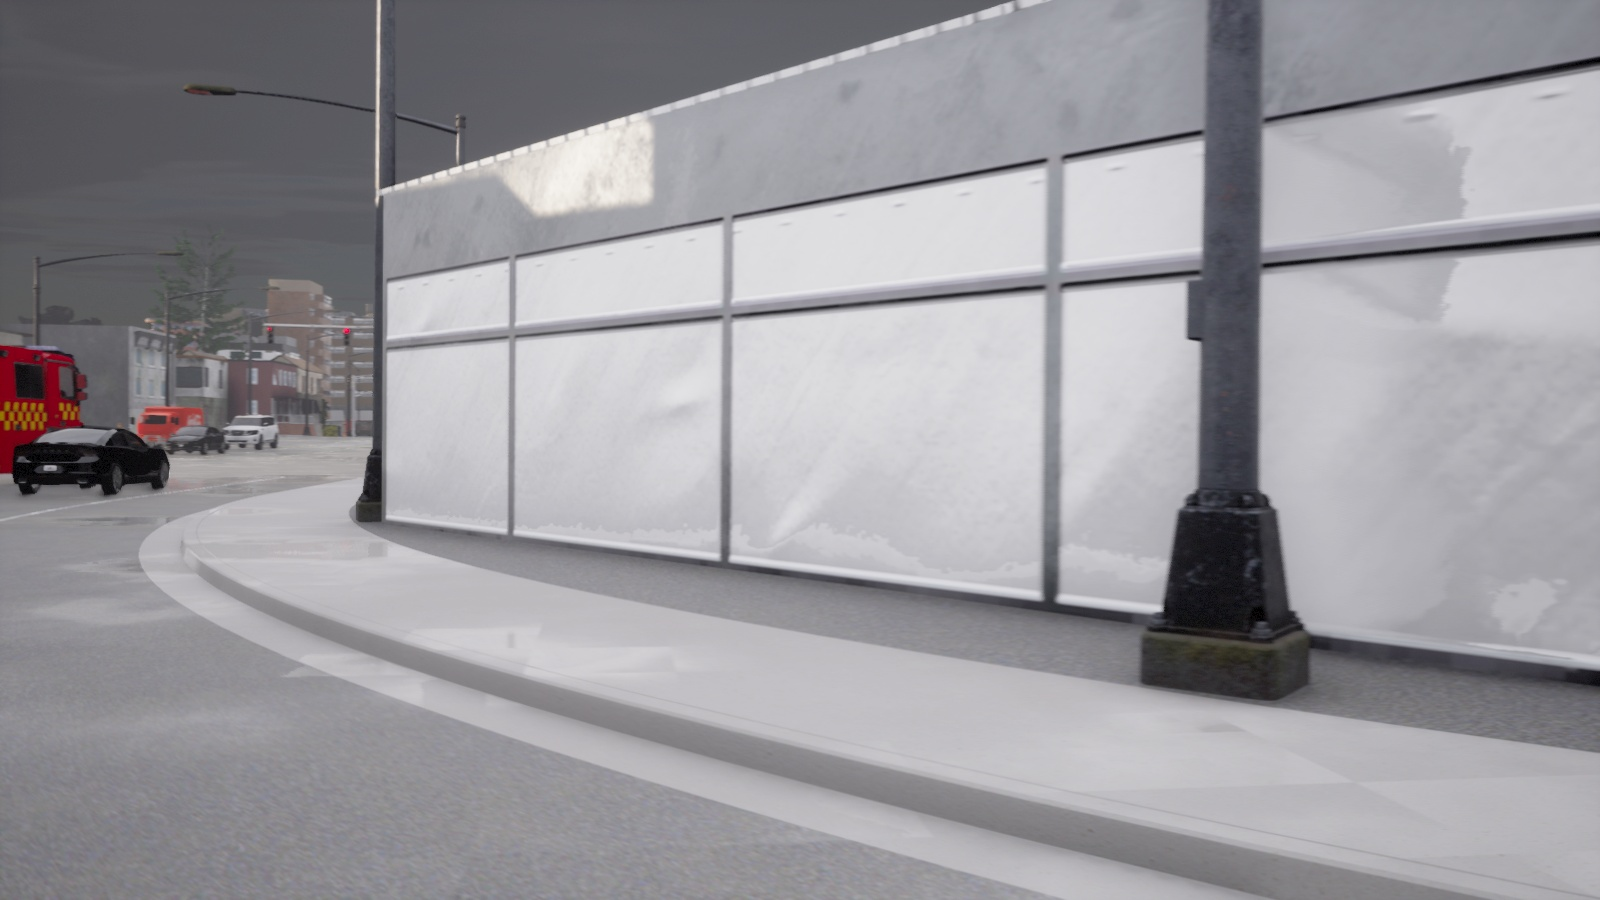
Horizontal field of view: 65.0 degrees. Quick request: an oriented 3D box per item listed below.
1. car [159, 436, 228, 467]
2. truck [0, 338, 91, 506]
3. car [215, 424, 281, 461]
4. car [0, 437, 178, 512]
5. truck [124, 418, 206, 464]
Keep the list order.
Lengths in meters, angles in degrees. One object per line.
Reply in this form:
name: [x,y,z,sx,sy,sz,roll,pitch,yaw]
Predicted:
car: [-31.526,0.045,65.462,1.837,1.490,4.892,-1,1,-8]
truck: [-19.712,-0.634,29.119,2.891,3.827,8.468,-1,1,-9]
car: [-32.992,-0.493,75.237,2.150,2.045,5.566,-1,2,-8]
car: [-16.090,0.483,28.736,1.882,1.535,5.008,-1,1,-9]
truck: [-35.948,-0.570,71.315,2.627,2.467,5.204,-1,2,-9]
